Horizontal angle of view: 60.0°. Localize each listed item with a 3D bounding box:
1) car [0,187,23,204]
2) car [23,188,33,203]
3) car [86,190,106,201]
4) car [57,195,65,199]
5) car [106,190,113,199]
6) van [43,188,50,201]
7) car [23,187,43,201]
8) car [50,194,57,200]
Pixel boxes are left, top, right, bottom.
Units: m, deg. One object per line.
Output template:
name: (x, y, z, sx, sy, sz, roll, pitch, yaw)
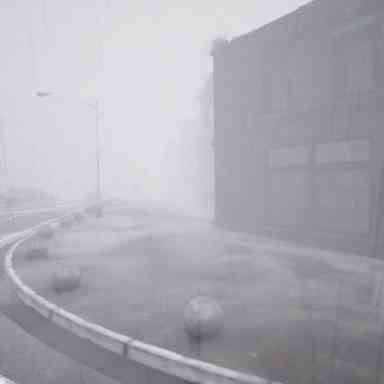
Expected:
car: (-22.389, 0.523, 37.808, 4.553, 1.767, 2.185, -1, 0, -9)
car: (-22.812, 0.634, 40.814, 5.008, 1.535, 2.097, -1, 0, -9)
car: (-14.476, 0.525, 49.521, 1.882, 1.535, 5.008, -1, 0, -8)
car: (-24.812, 0.659, 55.745, 5.366, 1.575, 1.946, -1, 0, -8)
car: (-15.918, 0.415, 59.811, 2.097, 1.767, 4.553, -1, 1, -8)
van: (-24.256, 0.403, 49.809, 4.442, 1.987, 1.878, -1, 0, -8)
car: (-23.272, 0.370, 43.695, 5.566, 2.045, 2.435, -1, 0, -8)
car: (-24.608, 0.515, 52.827, 4.553, 1.767, 2.185, -1, 0, -8)
